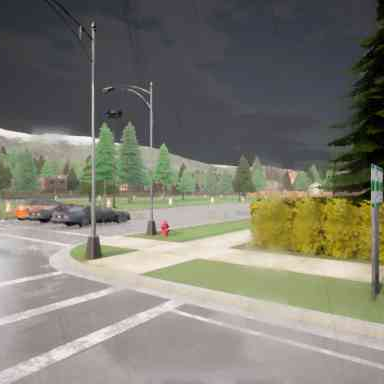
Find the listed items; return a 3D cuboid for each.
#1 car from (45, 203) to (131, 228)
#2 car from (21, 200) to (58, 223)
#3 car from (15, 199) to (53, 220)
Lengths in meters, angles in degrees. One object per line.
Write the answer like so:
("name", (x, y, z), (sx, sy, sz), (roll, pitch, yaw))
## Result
("car", (-6.568, 1.547, 22.185), (2.033, 1.411, 5.357), (0, 0, 36))
("car", (-9.226, 1.547, 24.480), (2.033, 1.411, 5.357), (0, 0, 36))
("car", (-11.711, 1.352, 27.016), (2.097, 1.767, 4.553), (0, 0, 36))
